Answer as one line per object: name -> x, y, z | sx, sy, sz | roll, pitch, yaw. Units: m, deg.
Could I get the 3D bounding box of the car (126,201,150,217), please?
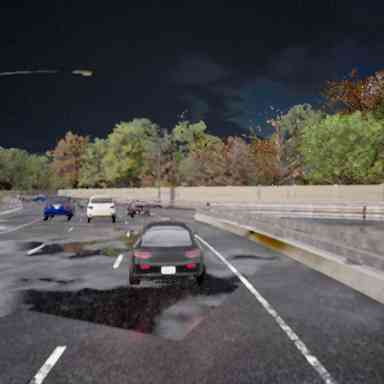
car -> -5.250, 1.617, 32.305 | 1.837, 1.490, 4.892 | 0, 0, -17

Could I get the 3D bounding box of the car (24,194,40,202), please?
car -> -39.521, 1.694, 80.089 | 5.357, 1.411, 2.033 | 0, 0, 40

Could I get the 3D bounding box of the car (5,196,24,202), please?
car -> -41.871, 1.675, 77.495 | 4.902, 1.511, 2.128 | 0, 0, 40

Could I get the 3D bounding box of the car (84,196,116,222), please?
car -> -7.489, 1.320, 27.596 | 2.150, 2.045, 5.566 | 0, 0, -15

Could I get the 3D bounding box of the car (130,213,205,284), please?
car -> -0.736, 1.557, 9.610 | 1.812, 1.442, 4.674 | 0, 0, -5

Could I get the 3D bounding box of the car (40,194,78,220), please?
car -> -11.569, 1.329, 29.253 | 2.150, 2.045, 5.566 | 0, 0, -16

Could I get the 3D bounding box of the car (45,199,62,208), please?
car -> -22.359, 1.796, 53.629 | 1.895, 1.301, 4.718 | 0, 0, -31

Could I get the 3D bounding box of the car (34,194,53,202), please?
car -> -36.769, 1.399, 82.396 | 5.566, 2.045, 2.150 | 0, 0, 40

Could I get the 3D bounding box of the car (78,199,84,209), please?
car -> -15.870, 1.722, 49.285 | 2.033, 1.411, 5.357 | 0, 0, -27

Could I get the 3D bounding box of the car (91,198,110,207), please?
car -> -15.286, 1.757, 55.287 | 1.994, 1.385, 4.181 | 0, 0, -31
